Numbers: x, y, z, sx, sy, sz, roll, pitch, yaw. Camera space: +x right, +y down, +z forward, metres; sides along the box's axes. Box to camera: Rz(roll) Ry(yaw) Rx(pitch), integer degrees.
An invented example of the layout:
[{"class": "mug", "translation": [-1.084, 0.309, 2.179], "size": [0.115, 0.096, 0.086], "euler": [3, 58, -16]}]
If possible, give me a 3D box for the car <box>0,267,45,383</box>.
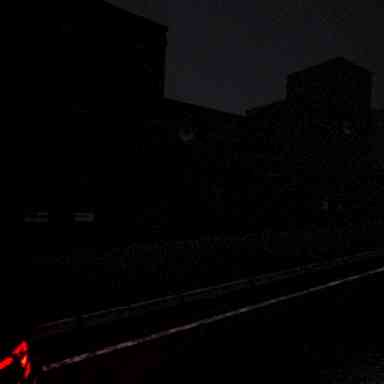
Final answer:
[{"class": "car", "translation": [-3.542, 1.236, 1.158], "size": [5.566, 2.045, 2.150], "euler": [0, 0, -36]}]
